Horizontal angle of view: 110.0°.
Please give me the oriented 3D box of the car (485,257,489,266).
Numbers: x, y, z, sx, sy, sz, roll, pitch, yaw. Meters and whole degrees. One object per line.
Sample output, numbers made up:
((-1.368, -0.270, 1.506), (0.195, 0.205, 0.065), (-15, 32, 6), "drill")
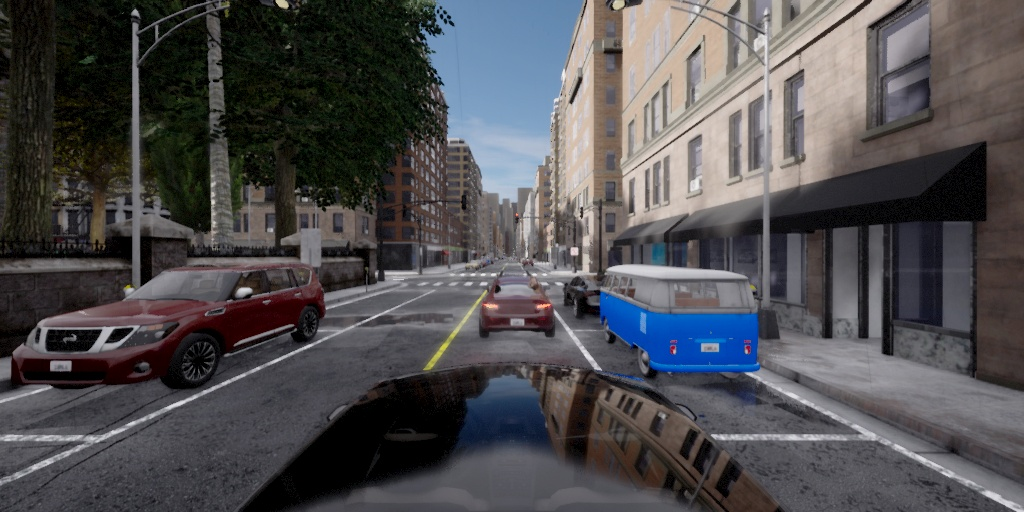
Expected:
((-5.517, 1.252, 61.605), (1.888, 1.381, 4.507), (0, 0, 0), "car")

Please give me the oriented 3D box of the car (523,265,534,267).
((0.119, 1.341, 18.896), (1.895, 1.301, 4.718), (0, 0, -1), "car")

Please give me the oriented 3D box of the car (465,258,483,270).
((-5.545, 1.237, 50.533), (1.751, 1.417, 4.829), (0, 0, 0), "car")

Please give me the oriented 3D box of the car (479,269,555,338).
((0.126, 1.272, 10.074), (1.812, 1.442, 4.674), (0, 0, 0), "car")

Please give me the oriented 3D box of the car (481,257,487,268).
((-5.530, 1.259, 56.153), (2.007, 1.370, 4.403), (0, 0, 0), "car")

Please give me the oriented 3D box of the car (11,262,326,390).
((-5.655, 1.062, 7.014), (2.192, 1.841, 5.009), (0, 0, 0), "car")

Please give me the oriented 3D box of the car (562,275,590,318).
((2.884, 1.311, 12.693), (1.948, 1.339, 4.313), (0, 0, 0), "car")

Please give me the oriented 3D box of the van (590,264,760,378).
((2.870, 1.089, 7.033), (1.690, 1.789, 3.998), (0, 0, 0), "van")
